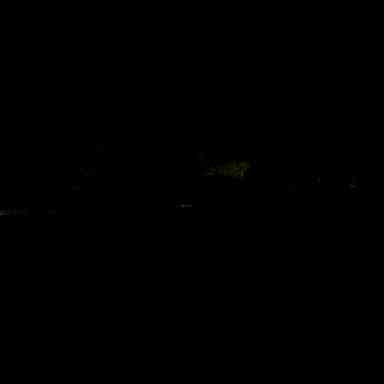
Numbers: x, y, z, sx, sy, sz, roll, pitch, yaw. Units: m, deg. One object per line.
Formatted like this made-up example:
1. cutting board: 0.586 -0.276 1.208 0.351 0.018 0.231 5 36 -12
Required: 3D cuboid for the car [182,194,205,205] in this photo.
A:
1. car: 0.349 1.413 63.235 2.150 2.045 5.566 1 -1 35
